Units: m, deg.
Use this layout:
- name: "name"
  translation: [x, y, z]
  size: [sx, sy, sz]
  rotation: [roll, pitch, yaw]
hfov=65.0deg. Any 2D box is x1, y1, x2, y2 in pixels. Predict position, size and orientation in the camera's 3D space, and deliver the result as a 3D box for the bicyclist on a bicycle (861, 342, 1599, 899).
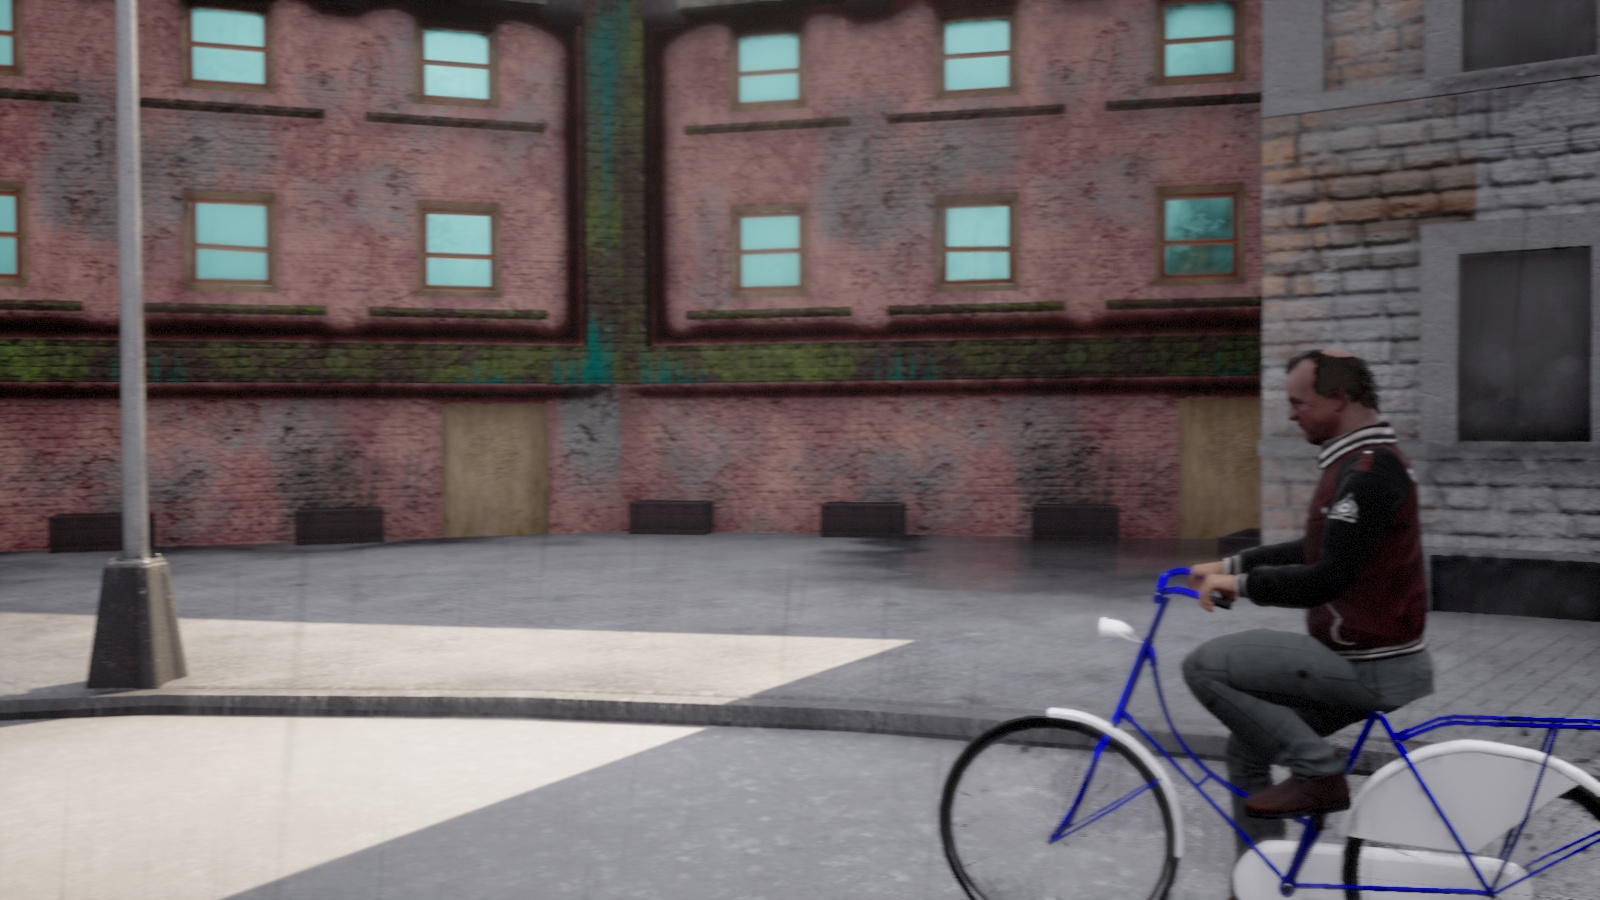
- name: "bicyclist on a bicycle"
  translation: [1.153, 0.620, 3.501]
  size: [1.843, 1.776, 0.659]
  rotation: [1, 3, 25]
